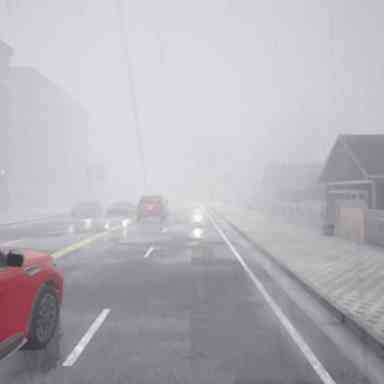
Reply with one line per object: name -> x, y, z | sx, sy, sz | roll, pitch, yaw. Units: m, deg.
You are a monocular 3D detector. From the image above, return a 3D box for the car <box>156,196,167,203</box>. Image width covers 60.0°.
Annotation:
car -> -6.490, 1.598, 72.188 | 1.994, 1.385, 4.181 | 0, 0, 0

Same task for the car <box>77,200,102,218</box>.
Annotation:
car -> -9.839, 1.560, 31.323 | 1.837, 1.490, 4.892 | 0, 0, 0

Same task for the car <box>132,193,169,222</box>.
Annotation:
car -> -3.157, 1.269, 27.317 | 2.150, 2.045, 5.566 | 0, 0, 0

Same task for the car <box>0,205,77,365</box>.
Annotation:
car -> -3.149, 1.227, 3.065 | 2.150, 2.045, 5.566 | 0, 0, 0

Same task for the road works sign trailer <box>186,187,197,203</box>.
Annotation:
road works sign trailer -> 0.011, 0.592, 73.689 | 2.380, 3.560, 2.880 | 0, 0, 0

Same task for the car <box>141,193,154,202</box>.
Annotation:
car -> -9.740, 1.175, 72.774 | 2.150, 2.045, 5.566 | 0, 0, 0

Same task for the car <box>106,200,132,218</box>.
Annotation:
car -> -6.590, 1.532, 31.057 | 1.882, 1.535, 5.008 | 0, 0, 0
